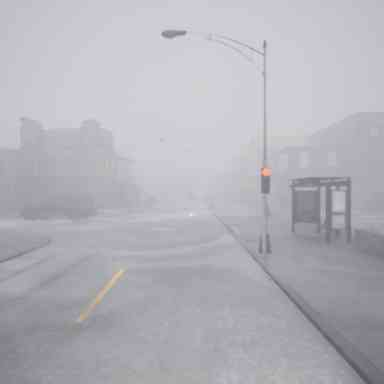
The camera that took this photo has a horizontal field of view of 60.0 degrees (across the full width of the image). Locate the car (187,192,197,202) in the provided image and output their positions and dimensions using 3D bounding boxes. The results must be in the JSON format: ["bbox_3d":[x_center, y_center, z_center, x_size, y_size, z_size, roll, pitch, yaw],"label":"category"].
[{"bbox_3d":[0.049,1.236,70.471,2.097,1.767,4.553,0,0,0],"label":"car"}]

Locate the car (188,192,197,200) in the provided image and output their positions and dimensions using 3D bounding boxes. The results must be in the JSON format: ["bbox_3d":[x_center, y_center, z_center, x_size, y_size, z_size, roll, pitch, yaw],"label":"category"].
[{"bbox_3d":[0.056,0.930,80.534,2.150,2.045,5.566,0,0,0],"label":"car"}]

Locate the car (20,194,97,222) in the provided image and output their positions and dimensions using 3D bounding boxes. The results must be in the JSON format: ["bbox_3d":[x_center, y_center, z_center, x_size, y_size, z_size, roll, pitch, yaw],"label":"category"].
[{"bbox_3d":[-10.170,1.180,25.585,5.566,2.045,2.150,0,-1,3],"label":"car"}]
